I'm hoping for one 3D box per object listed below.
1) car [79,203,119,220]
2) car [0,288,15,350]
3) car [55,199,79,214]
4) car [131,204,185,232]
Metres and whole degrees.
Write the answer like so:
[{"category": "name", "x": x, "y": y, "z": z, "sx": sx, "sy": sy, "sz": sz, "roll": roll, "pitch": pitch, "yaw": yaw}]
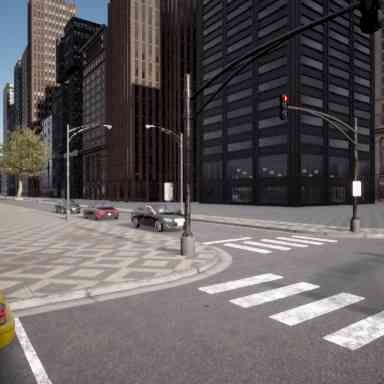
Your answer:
[{"category": "car", "x": -7.829, "y": 1.630, "z": 28.560, "sx": 1.994, "sy": 1.385, "sz": 4.181, "roll": 0, "pitch": 0, "yaw": -35}, {"category": "car", "x": -4.573, "y": 1.525, "z": 3.389, "sx": 4.829, "sy": 1.417, "sz": 1.752, "roll": 0, "pitch": 0, "yaw": -36}, {"category": "car", "x": -13.851, "y": 1.596, "z": 36.935, "sx": 1.837, "sy": 1.490, "sz": 4.892, "roll": 0, "pitch": 0, "yaw": -36}, {"category": "car", "x": -2.078, "y": 1.534, "z": 20.561, "sx": 2.128, "sy": 1.511, "sz": 4.902, "roll": 0, "pitch": 0, "yaw": -36}]
